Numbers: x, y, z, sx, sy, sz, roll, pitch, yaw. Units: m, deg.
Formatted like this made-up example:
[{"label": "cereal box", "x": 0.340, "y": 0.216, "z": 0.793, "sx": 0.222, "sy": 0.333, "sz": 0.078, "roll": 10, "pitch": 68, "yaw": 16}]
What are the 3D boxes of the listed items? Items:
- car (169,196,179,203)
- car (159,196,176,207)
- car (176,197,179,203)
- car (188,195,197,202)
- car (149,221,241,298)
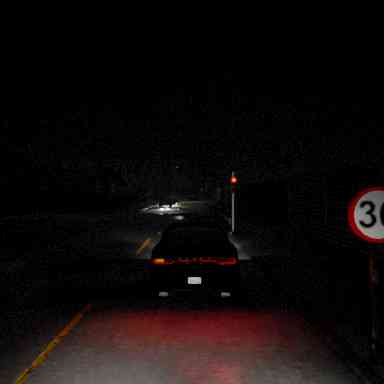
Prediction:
[{"label": "car", "x": -3.820, "y": 1.595, "z": 70.453, "sx": 1.895, "sy": 1.301, "sz": 4.718, "roll": 0, "pitch": 0, "yaw": 0}, {"label": "car", "x": -3.965, "y": 1.491, "z": 50.921, "sx": 2.128, "sy": 1.511, "sz": 4.902, "roll": 0, "pitch": 0, "yaw": 0}, {"label": "car", "x": -3.918, "y": 1.492, "z": 60.401, "sx": 2.128, "sy": 1.511, "sz": 4.902, "roll": 0, "pitch": 0, "yaw": 0}, {"label": "car", "x": 0.182, "y": 1.339, "z": 71.375, "sx": 1.812, "sy": 1.442, "sz": 4.674, "roll": 0, "pitch": 0, "yaw": 0}, {"label": "car", "x": 0.073, "y": 1.478, "z": 8.600, "sx": 1.882, "sy": 1.535, "sz": 5.008, "roll": 0, "pitch": 0, "yaw": 1}]
